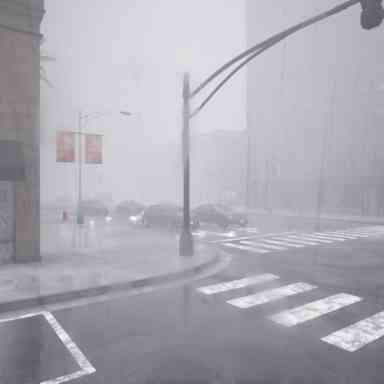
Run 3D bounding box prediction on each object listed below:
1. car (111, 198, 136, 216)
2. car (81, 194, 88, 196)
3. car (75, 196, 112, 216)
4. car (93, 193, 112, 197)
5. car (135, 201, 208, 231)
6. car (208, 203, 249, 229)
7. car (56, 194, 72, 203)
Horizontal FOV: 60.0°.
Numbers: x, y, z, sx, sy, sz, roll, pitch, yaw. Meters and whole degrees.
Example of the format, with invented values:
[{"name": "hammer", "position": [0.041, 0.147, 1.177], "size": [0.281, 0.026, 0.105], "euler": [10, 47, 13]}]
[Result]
[{"name": "car", "position": [-5.922, 1.516, 32.407], "size": [1.994, 1.385, 4.181], "euler": [0, 0, -36]}, {"name": "car", "position": [-21.540, 1.240, 65.458], "size": [2.097, 1.767, 4.553], "euler": [0, 0, -32]}, {"name": "car", "position": [-9.508, 1.456, 31.822], "size": [1.837, 1.490, 4.892], "euler": [0, 1, -36]}, {"name": "car", "position": [-15.499, 1.126, 57.165], "size": [2.150, 2.045, 5.566], "euler": [0, 0, -36]}, {"name": "car", "position": [-1.421, 1.481, 20.591], "size": [1.837, 1.490, 4.892], "euler": [0, 0, -36]}, {"name": "car", "position": [1.619, 1.498, 21.960], "size": [1.812, 1.442, 4.674], "euler": [0, 0, -37]}, {"name": "car", "position": [-25.121, 1.244, 64.972], "size": [2.097, 1.767, 4.553], "euler": [0, 0, -36]}]
